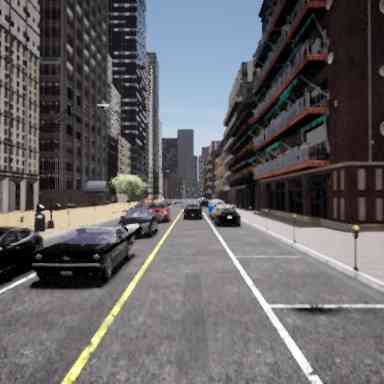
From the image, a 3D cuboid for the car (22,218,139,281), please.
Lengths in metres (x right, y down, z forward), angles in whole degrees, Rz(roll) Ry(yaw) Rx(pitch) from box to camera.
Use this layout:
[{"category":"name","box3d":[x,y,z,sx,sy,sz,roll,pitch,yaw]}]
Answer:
[{"category":"car","box3d":[-3.099,1.727,10.427,1.895,1.301,4.718,0,-1,0]}]

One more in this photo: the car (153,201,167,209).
[{"category":"car","box3d":[-5.690,2.282,58.981,2.008,1.369,4.403,0,-1,0]}]

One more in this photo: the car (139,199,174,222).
[{"category":"car","box3d":[-3.042,1.708,29.546,2.097,1.767,4.553,0,-1,0]}]

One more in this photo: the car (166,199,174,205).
[{"category":"car","box3d":[-5.689,2.537,86.595,1.967,1.590,4.097,0,-1,0]}]

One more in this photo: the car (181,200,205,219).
[{"category":"car","box3d":[0.103,1.909,33.314,1.837,1.490,4.892,0,0,0]}]

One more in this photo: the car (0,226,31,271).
[{"category":"car","box3d":[-5.693,1.678,9.279,1.947,1.339,4.313,0,-1,0]}]

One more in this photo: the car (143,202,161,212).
[{"category":"car","box3d":[-5.691,2.139,47.936,2.008,1.369,4.403,0,-1,0]}]

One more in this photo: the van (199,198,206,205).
[{"category":"van","box3d":[2.692,2.438,86.595,1.690,1.788,3.998,0,-1,0]}]

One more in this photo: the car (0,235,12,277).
[{"category":"car","box3d":[-3.073,1.371,1.440,2.097,1.767,4.553,0,-1,-1]}]

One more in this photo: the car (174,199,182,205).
[{"category":"car","box3d":[-2.996,2.205,75.387,2.033,1.411,5.357,0,-1,0]}]

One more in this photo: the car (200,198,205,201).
[{"category":"car","box3d":[2.358,2.325,65.879,1.837,1.490,4.892,0,-1,0]}]

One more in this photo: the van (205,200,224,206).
[{"category":"van","box3d":[2.689,1.789,36.893,1.690,1.788,3.998,0,-1,0]}]

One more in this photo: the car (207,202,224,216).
[{"category":"car","box3d":[2.689,1.906,31.538,1.752,1.417,4.829,0,-1,0]}]

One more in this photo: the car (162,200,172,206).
[{"category":"car","box3d":[-5.689,2.514,75.548,1.947,1.339,4.313,0,-1,0]}]

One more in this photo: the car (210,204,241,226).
[{"category":"car","box3d":[2.689,1.877,25.845,1.947,1.339,4.313,0,-1,0]}]

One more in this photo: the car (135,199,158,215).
[{"category":"car","box3d":[-5.691,1.832,42.416,2.192,1.841,5.009,0,-1,0]}]

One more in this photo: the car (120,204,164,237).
[{"category":"car","box3d":[-3.090,1.728,19.740,2.128,1.511,4.902,0,-1,0]}]
